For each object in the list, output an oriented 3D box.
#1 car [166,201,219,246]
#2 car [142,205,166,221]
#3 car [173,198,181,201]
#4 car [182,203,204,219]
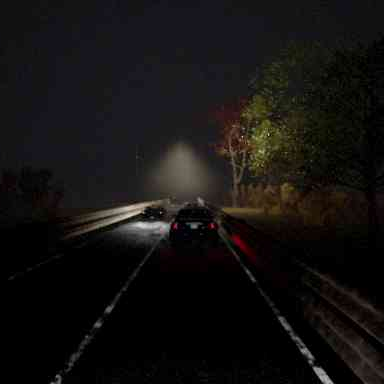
[{"bbox_3d":[0.093,1.482,16.032,2.097,1.767,4.553,0,0,0],"label":"car"},{"bbox_3d":[-3.347,1.843,30.175,1.895,1.301,4.718,0,0,0],"label":"car"},{"bbox_3d":[-3.209,2.086,71.510,1.812,1.442,4.674,0,0,0],"label":"car"},{"bbox_3d":[0.101,1.829,33.059,1.994,1.385,4.181,0,0,0],"label":"car"}]
